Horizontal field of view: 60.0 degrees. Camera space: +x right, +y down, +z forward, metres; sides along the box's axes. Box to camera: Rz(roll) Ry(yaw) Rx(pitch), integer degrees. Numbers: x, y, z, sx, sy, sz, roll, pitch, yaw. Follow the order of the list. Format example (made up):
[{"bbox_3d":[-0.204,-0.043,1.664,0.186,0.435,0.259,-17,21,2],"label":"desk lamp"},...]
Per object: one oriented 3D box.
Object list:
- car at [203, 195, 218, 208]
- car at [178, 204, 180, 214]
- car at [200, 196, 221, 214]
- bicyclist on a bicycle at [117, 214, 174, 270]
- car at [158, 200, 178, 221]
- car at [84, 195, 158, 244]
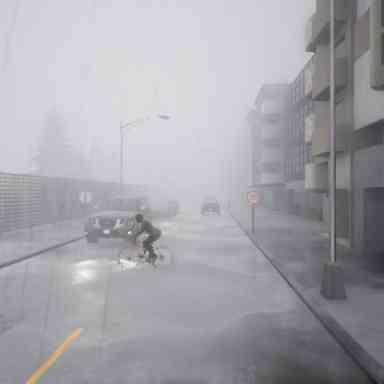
[{"bbox_3d":[2.675,1.352,47.883,2.097,1.767,4.553,0,0,3],"label":"car"},{"bbox_3d":[-2.288,1.547,33.400,2.033,1.411,5.357,0,0,4],"label":"car"},{"bbox_3d":[1.972,1.505,35.202,1.837,1.490,4.892,0,0,3],"label":"car"},{"bbox_3d":[-1.346,1.451,9.575,1.656,1.620,0.582,-1,0,3],"label":"bicyclist on a bicycle"},{"bbox_3d":[-2.555,1.526,27.670,1.812,1.442,4.674,0,0,3],"label":"car"},{"bbox_3d":[-3.292,1.216,16.167,2.150,2.045,5.566,0,1,3],"label":"car"}]
